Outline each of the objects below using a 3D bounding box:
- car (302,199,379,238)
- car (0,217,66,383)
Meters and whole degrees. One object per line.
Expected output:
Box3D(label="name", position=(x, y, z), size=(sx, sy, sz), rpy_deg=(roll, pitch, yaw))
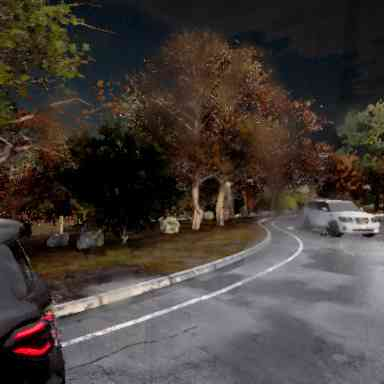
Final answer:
Box3D(label="car", position=(8.446, 1.460, 19.612), size=(2.150, 2.045, 5.566), rpy_deg=(0, 0, -5))
Box3D(label="car", position=(-3.545, 1.233, 1.556), size=(5.566, 2.045, 2.150), rpy_deg=(-1, 1, -38))
